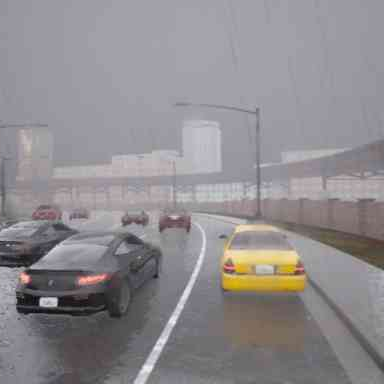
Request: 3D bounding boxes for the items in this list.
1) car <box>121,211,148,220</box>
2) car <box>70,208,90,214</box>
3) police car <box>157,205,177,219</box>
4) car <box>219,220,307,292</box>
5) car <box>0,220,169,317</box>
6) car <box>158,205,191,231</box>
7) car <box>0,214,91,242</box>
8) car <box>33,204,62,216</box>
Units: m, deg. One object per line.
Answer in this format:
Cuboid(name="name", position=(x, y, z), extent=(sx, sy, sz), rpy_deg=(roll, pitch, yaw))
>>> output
Cuboid(name="car", position=(-4.804, 2.247, 28.599), extent=(1.895, 1.301, 4.718), rpy_deg=(0, -2, -4))
Cuboid(name="car", position=(-13.100, 2.557, 38.972), extent=(1.994, 1.385, 4.181), rpy_deg=(0, -2, -10))
Cuboid(name="police car", position=(-3.258, 2.496, 42.441), extent=(1.930, 1.638, 5.238), rpy_deg=(0, -2, -11))
Cuboid(name="car", position=(1.702, 1.530, 9.058), extent=(1.801, 1.575, 5.366), rpy_deg=(-1, -1, 6))
Cuboid(name="car", position=(-1.964, 1.609, 7.564), extent=(1.812, 1.442, 4.674), rpy_deg=(-1, -1, 8))
Cuboid(name="car", position=(-1.146, 1.806, 23.784), extent=(2.097, 1.767, 4.553), rpy_deg=(-1, -2, 0))
Cuboid(name="car", position=(-5.069, 1.693, 11.253), extent=(1.812, 1.442, 4.674), rpy_deg=(-1, -1, 6))
Cuboid(name="car", position=(-16.543, 2.409, 38.334), extent=(2.150, 2.045, 5.566), rpy_deg=(0, -2, -10))
